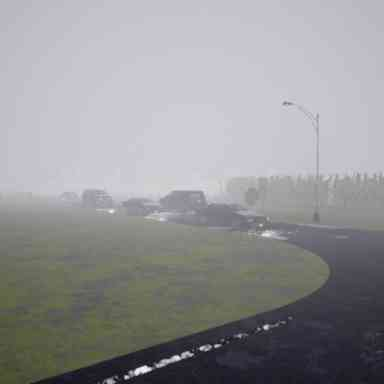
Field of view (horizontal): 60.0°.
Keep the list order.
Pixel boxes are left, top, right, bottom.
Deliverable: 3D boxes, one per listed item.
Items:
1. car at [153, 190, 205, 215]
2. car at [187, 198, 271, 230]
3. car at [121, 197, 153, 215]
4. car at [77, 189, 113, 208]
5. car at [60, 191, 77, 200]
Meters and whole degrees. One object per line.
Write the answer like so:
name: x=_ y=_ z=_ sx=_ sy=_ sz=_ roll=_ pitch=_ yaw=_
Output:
car: x=-0.954 y=0.872 z=29.744 sx=2.150 sy=2.045 sz=5.566 roll=-1 pitch=1 yaw=-36
car: x=2.232 y=1.370 z=20.242 sx=2.033 sy=1.411 sz=5.357 roll=-1 pitch=1 yaw=-35
car: x=-4.484 y=1.200 z=29.573 sx=2.033 sy=1.411 sz=5.357 roll=-1 pitch=1 yaw=-36
car: x=-11.136 y=0.701 z=38.813 sx=2.150 sy=2.045 sz=5.566 roll=-1 pitch=1 yaw=-36
car: x=-21.622 y=0.586 z=58.372 sx=1.882 sy=1.535 sz=5.008 roll=-1 pitch=1 yaw=-36
